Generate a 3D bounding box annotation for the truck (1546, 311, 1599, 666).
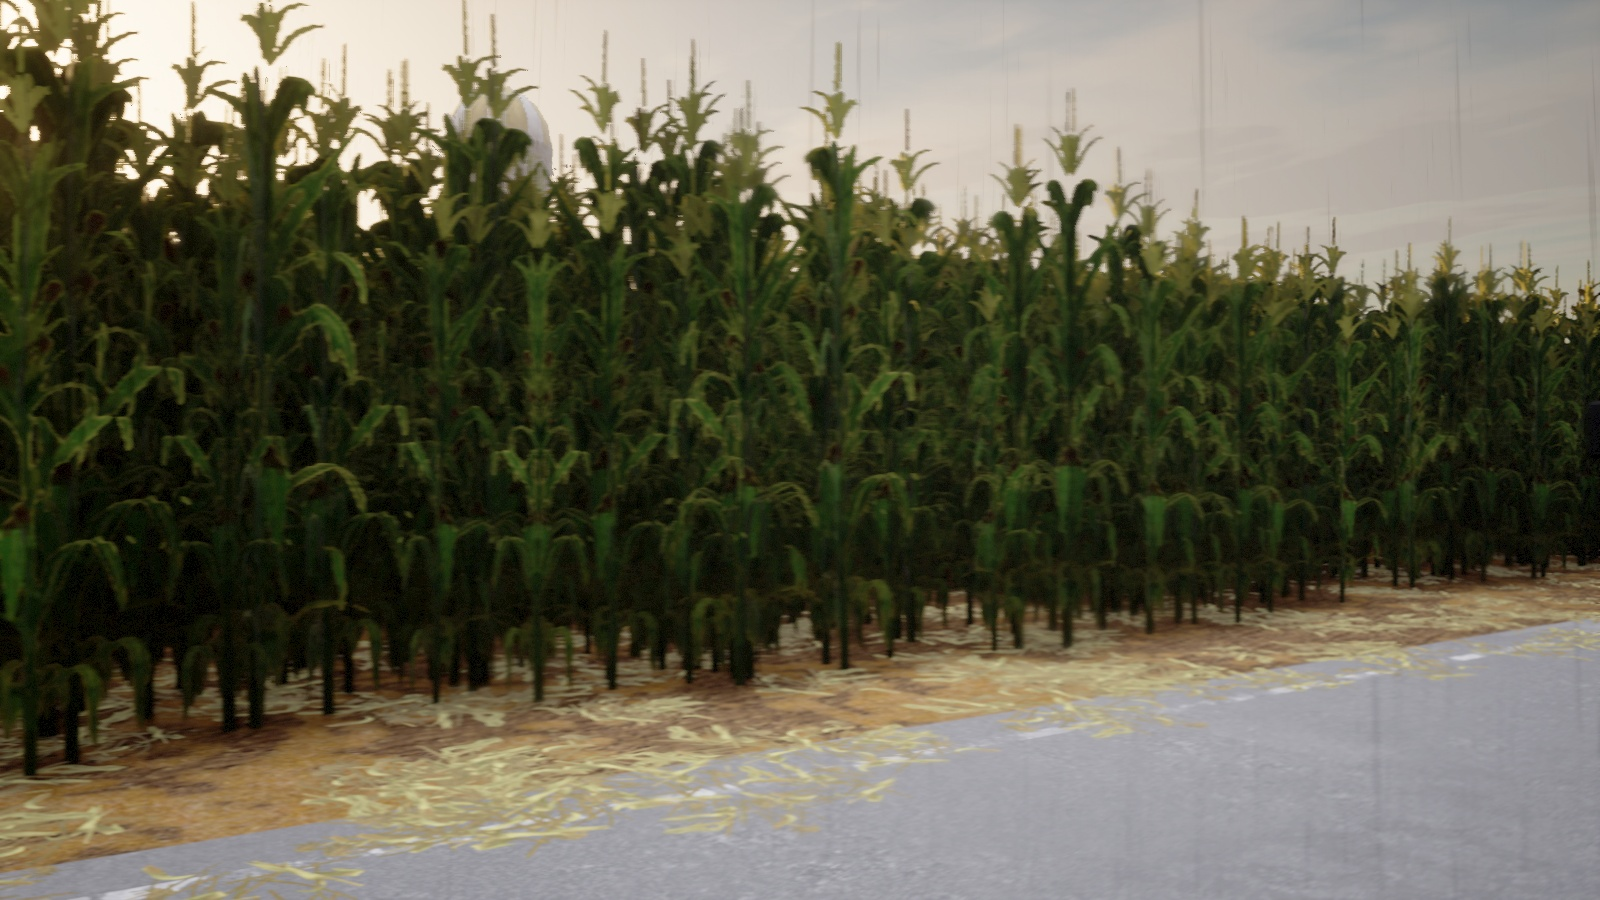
[{"bbox_3d":[8.243,0.263,9.426,5.204,2.467,2.627,0,0,-35],"label":"truck"}]
